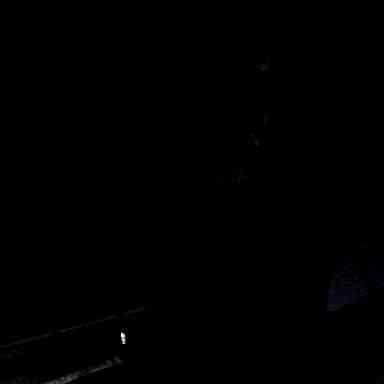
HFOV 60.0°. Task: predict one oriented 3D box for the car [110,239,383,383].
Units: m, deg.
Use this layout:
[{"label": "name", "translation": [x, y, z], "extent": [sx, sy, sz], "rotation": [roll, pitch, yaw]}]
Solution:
[{"label": "car", "translation": [1.659, 1.455, 4.712], "extent": [5.357, 1.411, 2.033], "rotation": [-2, 1, -37]}]
